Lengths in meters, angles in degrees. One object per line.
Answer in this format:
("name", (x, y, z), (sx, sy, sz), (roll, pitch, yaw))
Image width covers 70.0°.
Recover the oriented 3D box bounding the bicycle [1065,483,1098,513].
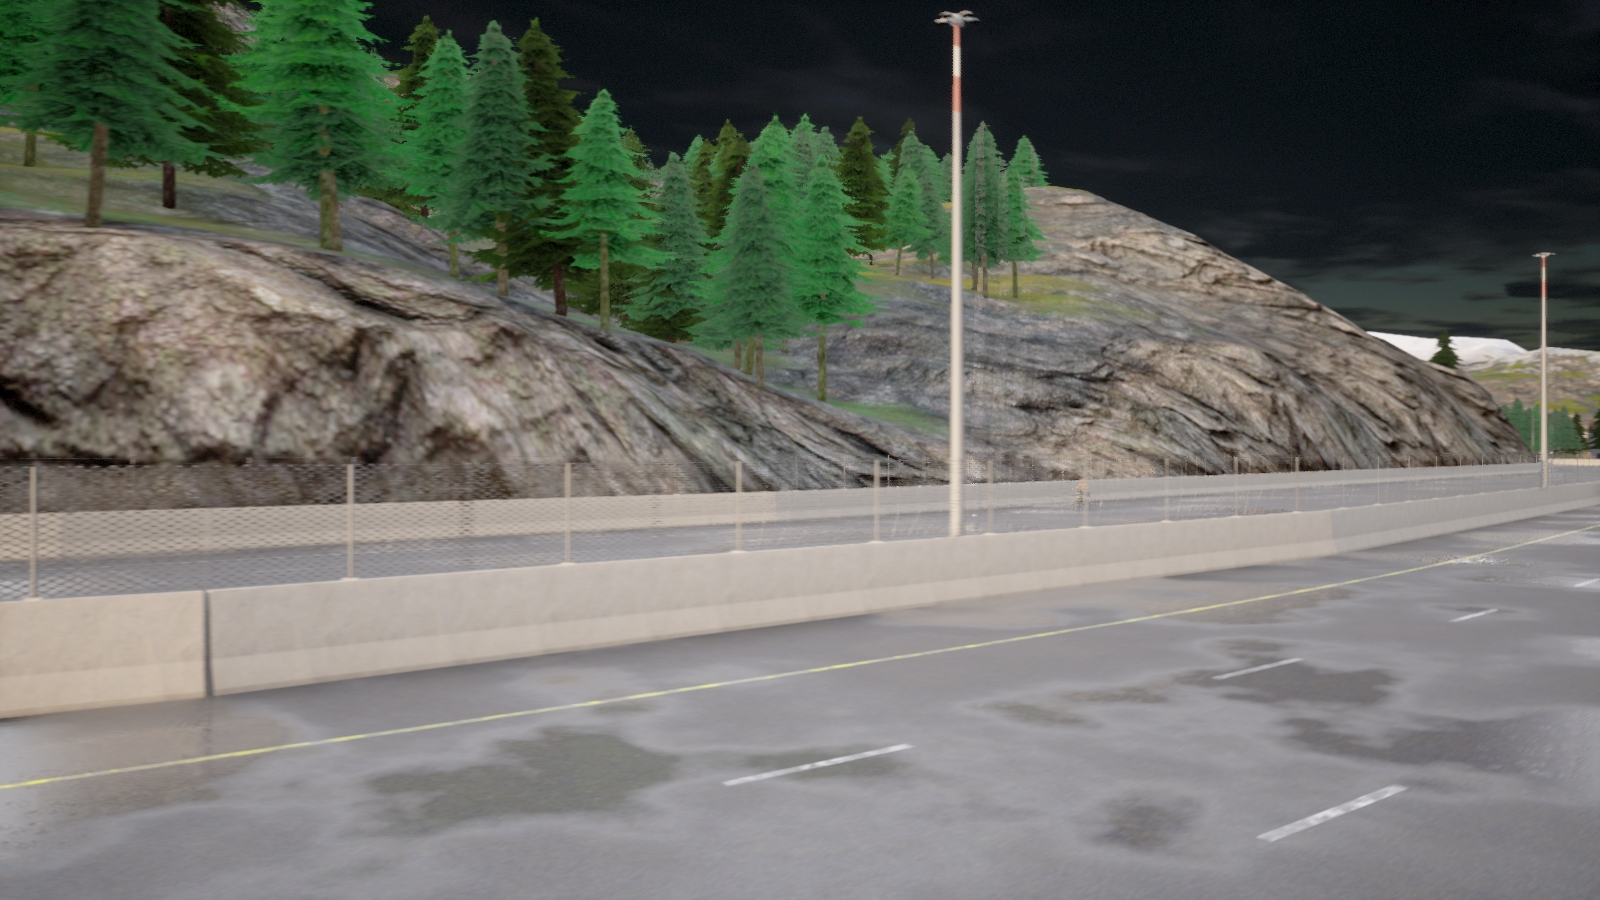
("bicycle", (13.085, 2.212, 53.024), (0.859, 1.295, 1.487), (0, 0, 44))
